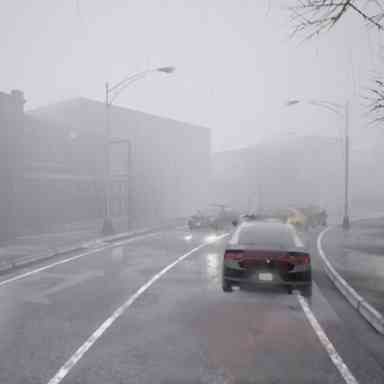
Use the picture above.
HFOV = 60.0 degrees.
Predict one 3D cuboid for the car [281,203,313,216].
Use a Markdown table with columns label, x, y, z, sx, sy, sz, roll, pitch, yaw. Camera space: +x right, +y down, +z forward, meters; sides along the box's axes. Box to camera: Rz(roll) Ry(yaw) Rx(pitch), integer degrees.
| label | x | y | z | sx | sy | sz | roll | pitch | yaw |
| --- | --- | --- | --- | --- | --- | --- | --- | --- | --- |
| car | 5.078 | 1.466 | 17.783 | 1.801 | 1.575 | 5.366 | 1 | 0 | 26 |

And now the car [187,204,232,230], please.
| label | x | y | z | sx | sy | sz | roll | pitch | yaw |
| --- | --- | --- | --- | --- | --- | --- | --- | --- | --- |
| car | 1.445 | 1.494 | 20.368 | 1.812 | 1.442 | 4.674 | 0 | 0 | 28 |

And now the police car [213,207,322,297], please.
| label | x | y | z | sx | sy | sz | roll | pitch | yaw |
| --- | --- | --- | --- | --- | --- | --- | --- | --- | --- |
| police car | 1.973 | 1.425 | 8.902 | 1.930 | 1.638 | 5.238 | 0 | 0 | 12 |

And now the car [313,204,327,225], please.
| label | x | y | z | sx | sy | sz | roll | pitch | yaw |
| --- | --- | --- | --- | --- | --- | --- | --- | --- | --- |
| car | 7.775 | 1.531 | 22.480 | 1.837 | 1.490 | 4.892 | 1 | 0 | 34 |
